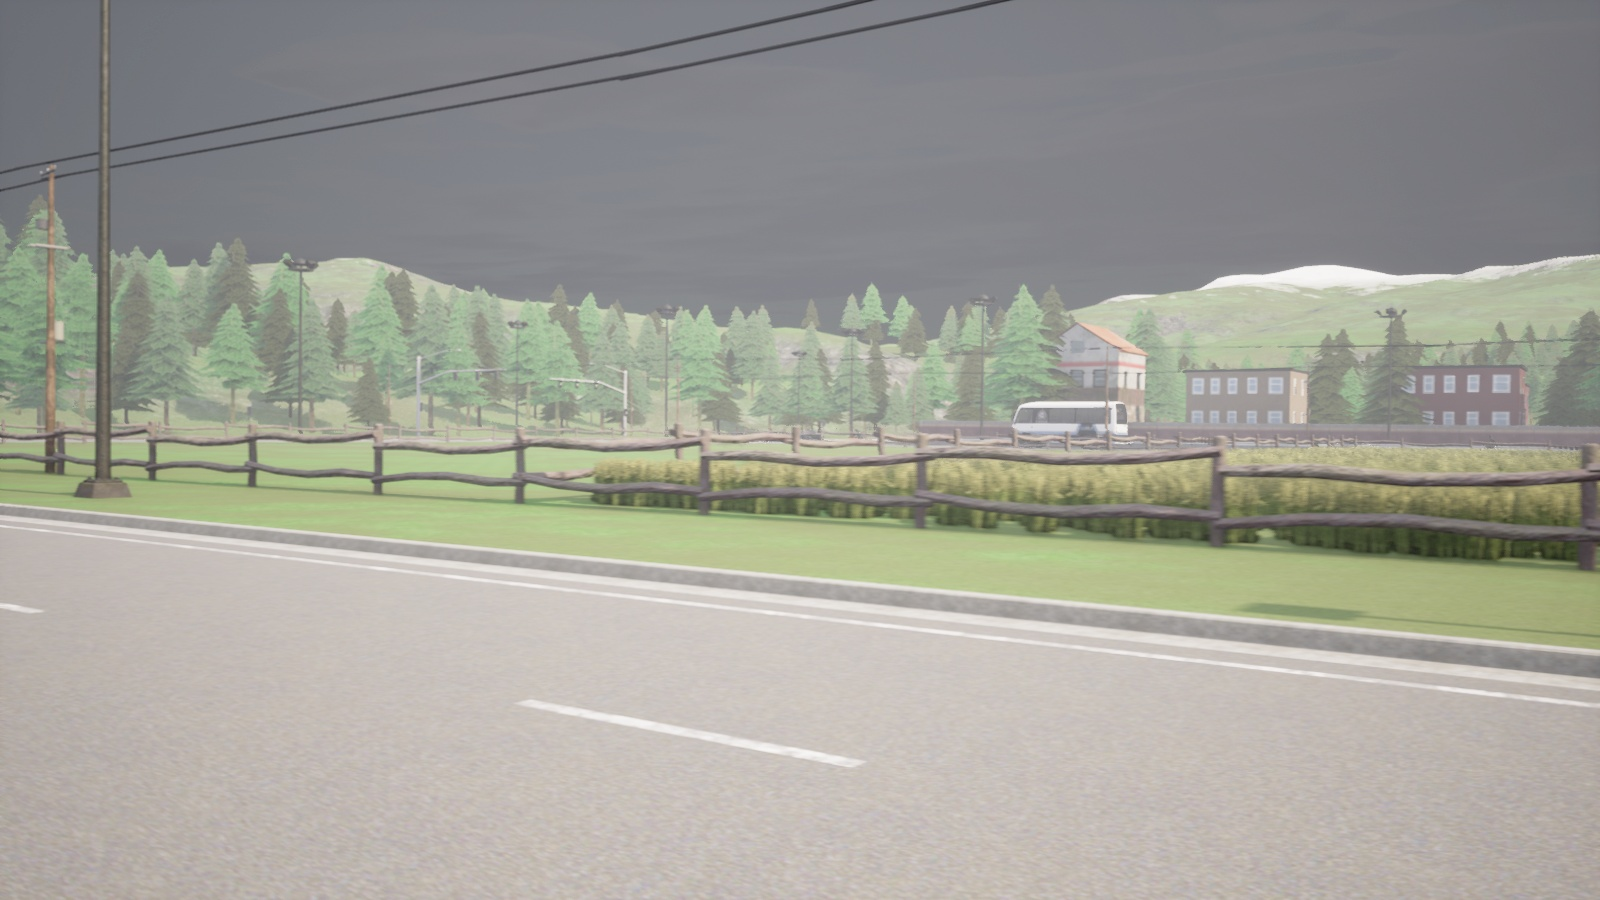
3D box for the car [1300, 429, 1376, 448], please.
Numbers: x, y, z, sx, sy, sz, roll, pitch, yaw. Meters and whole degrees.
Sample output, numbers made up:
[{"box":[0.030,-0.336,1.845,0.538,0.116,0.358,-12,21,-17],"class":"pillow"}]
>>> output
[{"box":[38.485,-0.846,89.928,4.718,1.301,1.895,0,1,34],"class":"car"}]
